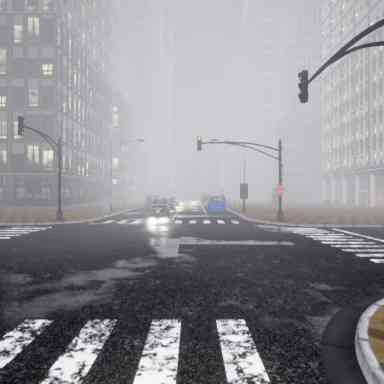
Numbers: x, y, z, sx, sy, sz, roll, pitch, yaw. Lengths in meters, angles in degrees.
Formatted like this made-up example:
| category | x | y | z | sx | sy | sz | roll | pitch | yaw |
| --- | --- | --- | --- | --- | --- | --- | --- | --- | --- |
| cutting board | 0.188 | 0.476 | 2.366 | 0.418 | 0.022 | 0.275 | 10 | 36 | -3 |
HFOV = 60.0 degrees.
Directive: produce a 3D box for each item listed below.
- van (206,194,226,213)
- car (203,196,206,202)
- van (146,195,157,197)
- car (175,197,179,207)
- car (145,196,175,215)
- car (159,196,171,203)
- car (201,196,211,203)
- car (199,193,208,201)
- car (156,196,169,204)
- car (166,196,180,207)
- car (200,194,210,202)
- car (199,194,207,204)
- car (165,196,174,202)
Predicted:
| category | x | y | z | sx | sy | sz | roll | pitch | yaw |
| --- | --- | --- | --- | --- | --- | --- | --- | --- | --- |
| van | 2.752 | 1.340 | 35.923 | 1.690 | 1.788 | 3.998 | 0 | 0 | 0 |
| car | 2.693 | 1.544 | 41.462 | 1.887 | 1.381 | 4.507 | 0 | 0 | 0 |
| van | -5.679 | 1.340 | 47.045 | 1.690 | 1.788 | 3.998 | 0 | 0 | 0 |
| car | -3.112 | 1.547 | 43.096 | 2.033 | 1.411 | 5.357 | 0 | 0 | 0 |
| car | -3.176 | 1.491 | 33.311 | 2.128 | 1.511 | 4.902 | 0 | 0 | -1 |
| car | -5.554 | 1.548 | 69.201 | 2.008 | 1.369 | 4.403 | 0 | 0 | 0 |
| car | 2.826 | 1.542 | 69.155 | 1.887 | 1.381 | 4.507 | 0 | 0 | 0 |
| car | 2.922 | 1.309 | 85.773 | 2.192 | 1.841 | 5.009 | 0 | 0 | 0 |
| car | -5.585 | 1.564 | 63.663 | 1.947 | 1.339 | 4.313 | 0 | 0 | 0 |
| car | -3.044 | 1.477 | 53.236 | 1.882 | 1.535 | 5.008 | 0 | 0 | 1 |
| car | 2.859 | 1.311 | 74.695 | 2.192 | 1.841 | 5.009 | 0 | 0 | 0 |
| car | 2.796 | 1.313 | 63.616 | 2.192 | 1.841 | 5.009 | 0 | 0 | 0 |
| car | -5.491 | 1.577 | 80.281 | 1.802 | 1.307 | 4.206 | 0 | 0 | 0 |
